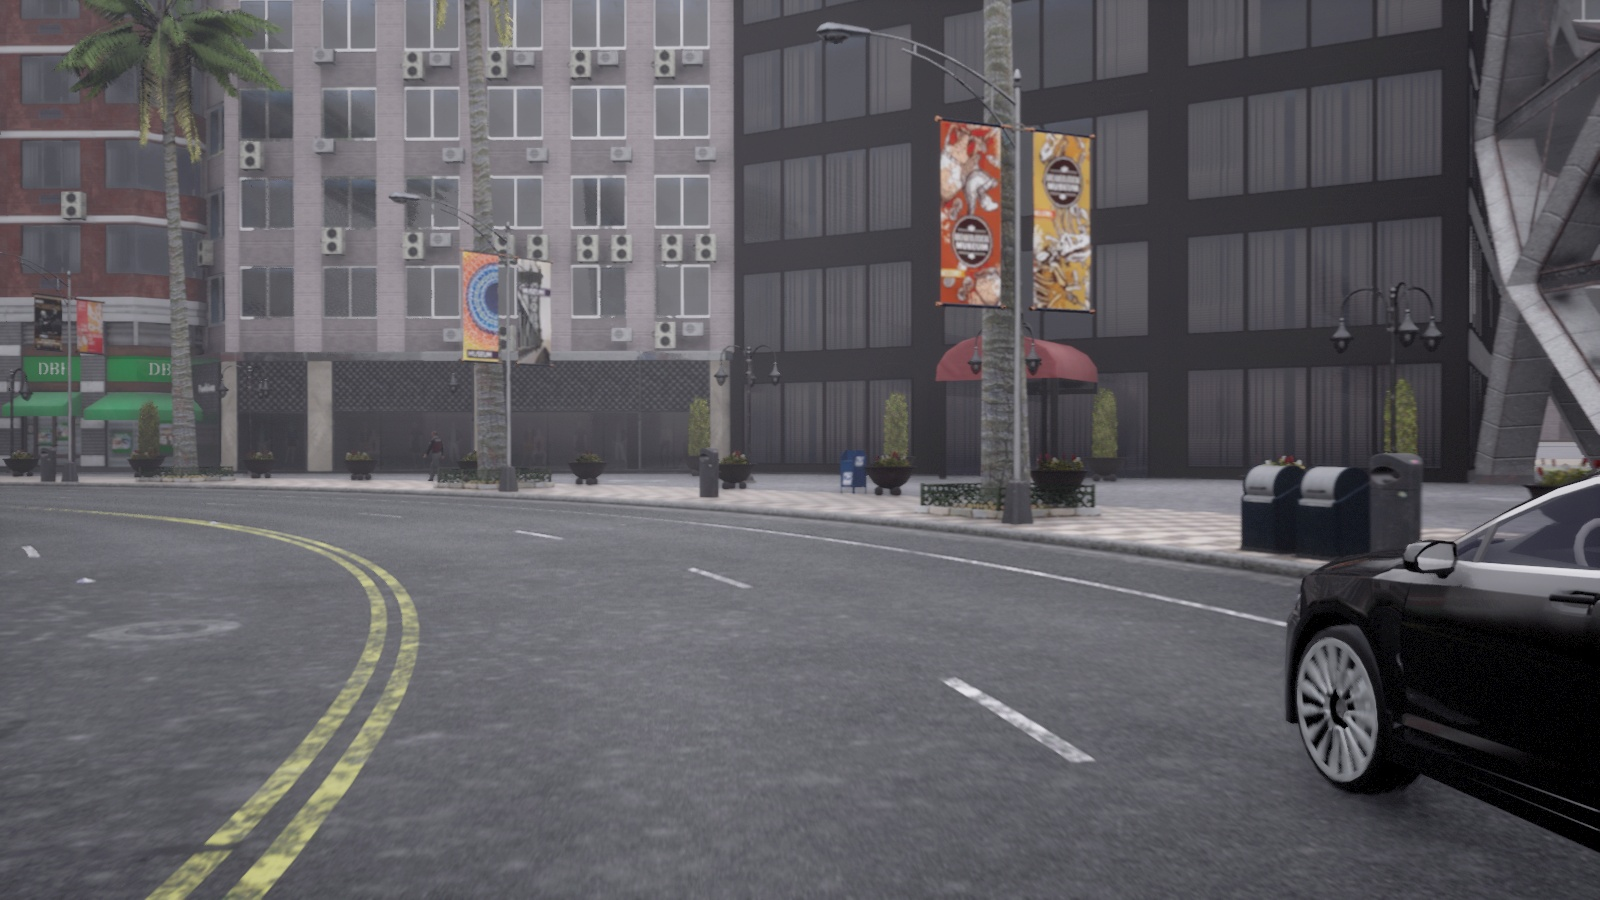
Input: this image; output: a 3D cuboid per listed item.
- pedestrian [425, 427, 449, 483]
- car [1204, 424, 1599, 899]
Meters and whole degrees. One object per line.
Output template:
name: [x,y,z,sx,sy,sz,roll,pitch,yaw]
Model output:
pedestrian: [-12.187,0.168,42.190,0.720,1.854,0.376,0,0,26]
car: [3.272,0.680,3.919,2.128,1.511,4.902,0,0,-4]
